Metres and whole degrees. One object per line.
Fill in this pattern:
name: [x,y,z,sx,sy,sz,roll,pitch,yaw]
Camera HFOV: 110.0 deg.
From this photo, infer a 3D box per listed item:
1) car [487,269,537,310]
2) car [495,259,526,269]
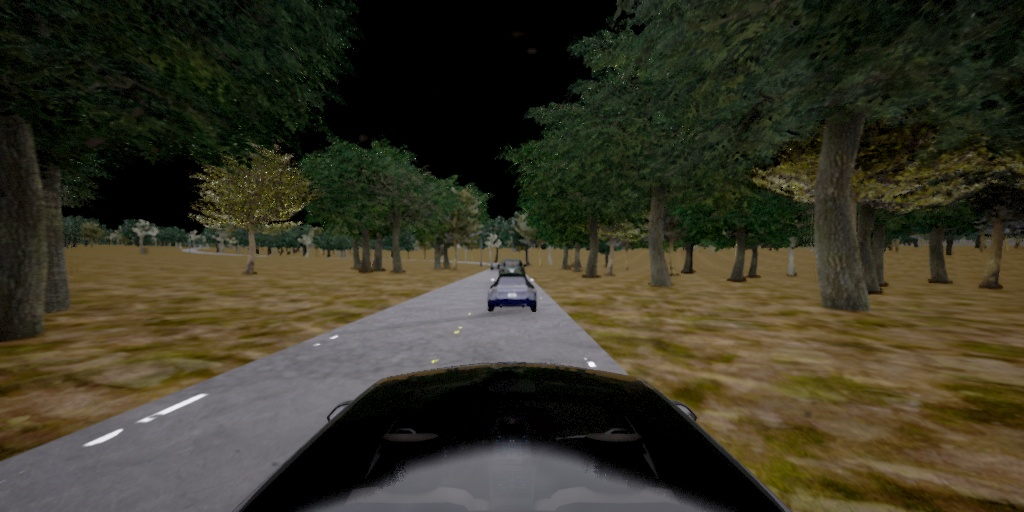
car: [0.015,1.439,15.327,1.994,1.385,4.181,0,0,0]
car: [0.000,1.256,29.484,2.150,2.045,5.566,0,0,0]
